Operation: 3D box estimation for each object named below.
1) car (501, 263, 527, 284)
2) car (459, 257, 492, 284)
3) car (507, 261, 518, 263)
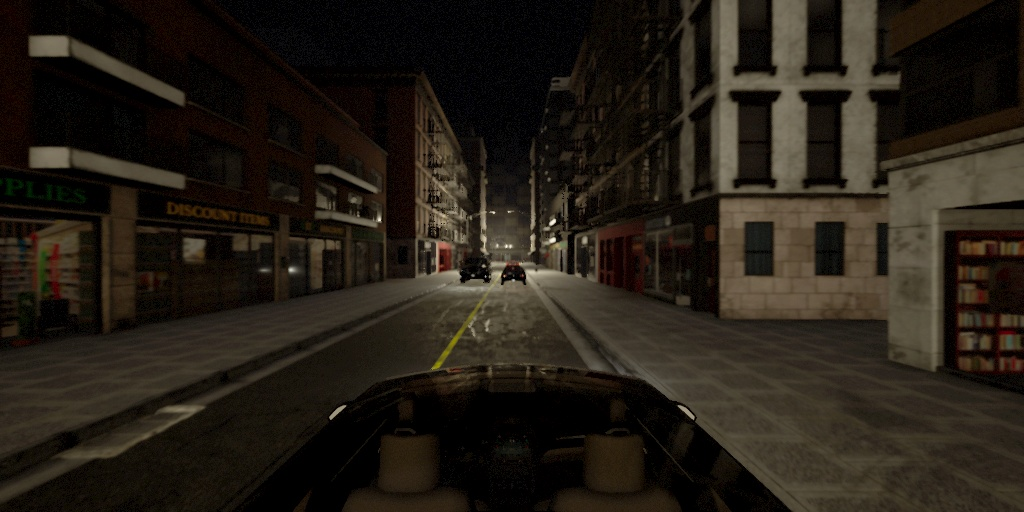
[{"bbox_3d":[0.112,1.451,27.769,1.895,1.301,4.718,0,0,0],"label":"car"},{"bbox_3d":[-2.808,1.077,28.731,2.150,2.045,5.566,0,0,0],"label":"car"},{"bbox_3d":[0.116,1.397,46.949,1.882,1.535,5.008,0,0,0],"label":"car"}]
